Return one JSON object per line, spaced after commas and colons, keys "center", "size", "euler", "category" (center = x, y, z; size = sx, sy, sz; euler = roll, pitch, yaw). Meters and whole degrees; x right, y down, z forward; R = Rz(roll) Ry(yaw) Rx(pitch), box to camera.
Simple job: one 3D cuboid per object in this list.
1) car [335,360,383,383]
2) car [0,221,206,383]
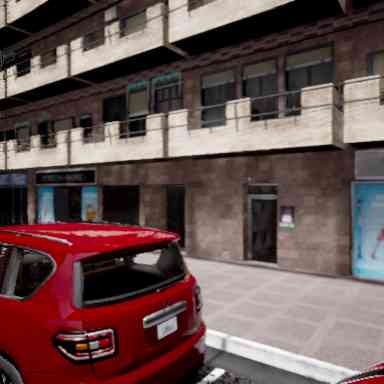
{"center": [2.414, 1.438, 1.150], "size": [4.097, 1.590, 1.967], "euler": [0, 0, 36], "category": "car"}
{"center": [-2.169, 1.322, 4.421], "size": [5.009, 1.841, 2.192], "euler": [0, 0, 36], "category": "car"}
